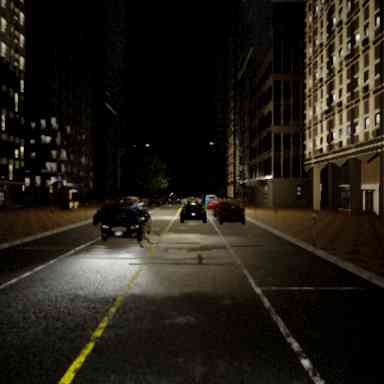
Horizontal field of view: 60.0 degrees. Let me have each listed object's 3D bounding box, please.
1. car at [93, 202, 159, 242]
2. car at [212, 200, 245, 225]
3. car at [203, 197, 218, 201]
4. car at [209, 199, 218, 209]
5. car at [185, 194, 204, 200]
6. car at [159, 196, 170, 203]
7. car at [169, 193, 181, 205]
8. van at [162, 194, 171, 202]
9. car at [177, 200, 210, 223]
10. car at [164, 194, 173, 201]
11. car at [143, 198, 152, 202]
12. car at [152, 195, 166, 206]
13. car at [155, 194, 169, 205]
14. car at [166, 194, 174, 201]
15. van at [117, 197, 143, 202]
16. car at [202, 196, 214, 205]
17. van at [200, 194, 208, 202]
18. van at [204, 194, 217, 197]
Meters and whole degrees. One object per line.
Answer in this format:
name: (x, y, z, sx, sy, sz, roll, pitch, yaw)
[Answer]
car: (-3.098, 1.485, 16.478, 2.128, 1.511, 4.902, 0, 0, 0)
car: (2.690, 1.536, 23.737, 1.887, 1.381, 4.507, 0, 0, 0)
car: (2.692, 1.560, 40.744, 1.802, 1.307, 4.206, 0, 0, 0)
car: (2.691, 1.571, 29.405, 1.802, 1.307, 4.206, 0, 0, 0)
car: (0.101, 1.327, 41.981, 2.097, 1.767, 4.553, 0, 0, 0)
car: (-5.688, 1.485, 69.084, 1.887, 1.381, 4.507, 0, 0, 0)
car: (-3.051, 1.307, 58.167, 2.097, 1.767, 4.553, 0, 0, 1)
van: (-5.688, 1.273, 74.753, 1.690, 1.788, 3.998, 0, 0, 0)
car: (0.102, 1.554, 25.812, 1.994, 1.385, 4.181, 0, 0, 0)
car: (-5.688, 1.363, 80.422, 1.967, 1.590, 4.097, 0, 0, 0)
car: (-5.689, 1.551, 35.075, 1.947, 1.339, 4.313, 0, 0, 0)
car: (-5.688, 1.529, 52.081, 1.947, 1.339, 4.313, 0, 0, 0)
car: (-5.688, 1.270, 57.749, 2.192, 1.841, 5.009, 0, 0, 0)
car: (-5.687, 1.352, 86.090, 1.967, 1.590, 4.097, 0, 0, 0)
van: (-5.690, 1.330, 29.406, 1.690, 1.788, 3.998, 0, 0, 0)
car: (2.692, 1.500, 57.749, 1.887, 1.381, 4.507, 0, 0, 0)
van: (2.693, 1.273, 74.753, 1.690, 1.788, 3.998, 0, 0, 0)
van: (2.692, 1.312, 46.413, 1.690, 1.788, 3.998, 0, 0, 0)
